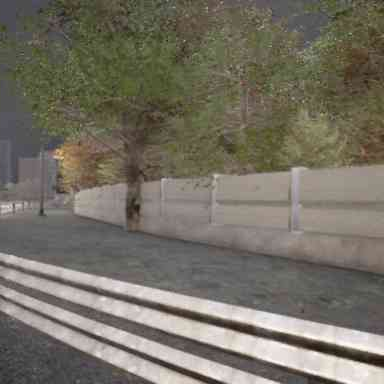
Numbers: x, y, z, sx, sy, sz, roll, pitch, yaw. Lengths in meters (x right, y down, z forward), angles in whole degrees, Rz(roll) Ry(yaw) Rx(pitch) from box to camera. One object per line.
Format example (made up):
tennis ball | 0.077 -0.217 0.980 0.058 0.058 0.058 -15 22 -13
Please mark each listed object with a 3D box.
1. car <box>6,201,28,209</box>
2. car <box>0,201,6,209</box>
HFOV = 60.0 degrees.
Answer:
car | -31.971 2.360 61.014 2.128 1.511 4.902 1 -1 -21
car | -36.671 2.556 64.232 1.812 1.442 4.674 1 -2 -21
